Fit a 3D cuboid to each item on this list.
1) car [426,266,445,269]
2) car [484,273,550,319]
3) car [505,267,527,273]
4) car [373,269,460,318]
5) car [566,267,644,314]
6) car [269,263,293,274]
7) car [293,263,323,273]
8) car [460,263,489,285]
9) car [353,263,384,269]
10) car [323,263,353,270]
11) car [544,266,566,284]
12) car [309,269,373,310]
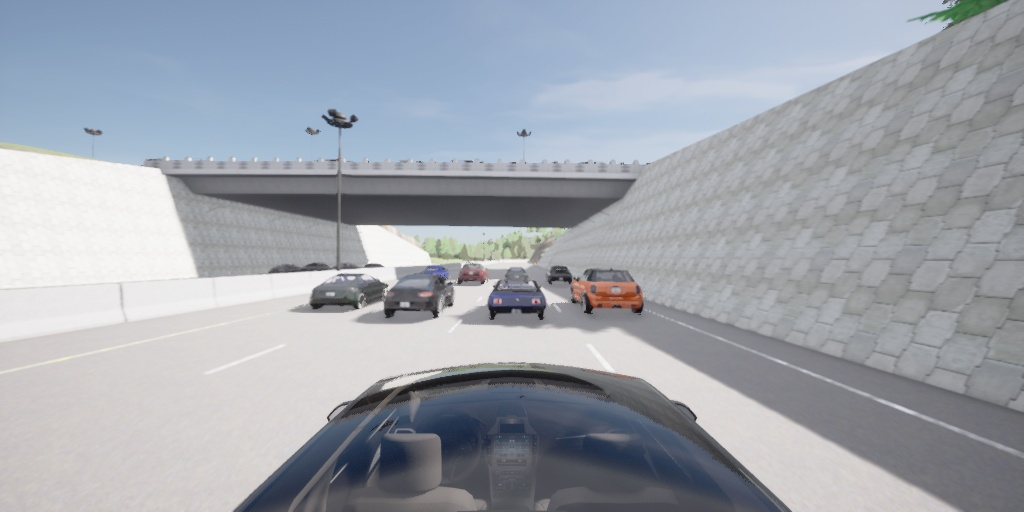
[{"bbox_3d":[-6.627,1.543,31.182,1.812,1.442,4.674,0,-1,1],"label":"car"},{"bbox_3d":[0.183,1.473,13.456,1.895,1.301,4.718,0,-1,1],"label":"car"},{"bbox_3d":[0.373,1.617,30.797,1.994,1.385,4.181,0,-1,1],"label":"car"},{"bbox_3d":[-3.324,1.379,13.450,1.812,1.442,4.674,0,-1,0],"label":"car"},{"bbox_3d":[3.701,1.258,14.780,2.097,1.767,4.553,0,-1,1],"label":"car"},{"bbox_3d":[-27.648,1.598,43.956,1.994,1.385,4.181,0,-1,1],"label":"car"},{"bbox_3d":[-24.152,1.560,44.064,1.837,1.490,4.892,0,-1,1],"label":"car"},{"bbox_3d":[-3.138,1.376,29.884,2.097,1.767,4.553,0,-1,1],"label":"car"},{"bbox_3d":[-17.156,1.598,43.992,1.837,1.490,4.892,0,-1,1],"label":"car"},{"bbox_3d":[-20.650,1.568,44.313,2.128,1.511,4.902,0,-1,1],"label":"car"},{"bbox_3d":[3.869,1.572,30.354,1.837,1.490,4.892,0,-1,1],"label":"car"},{"bbox_3d":[-6.791,1.418,15.464,1.994,1.385,4.181,0,-1,1],"label":"car"}]
